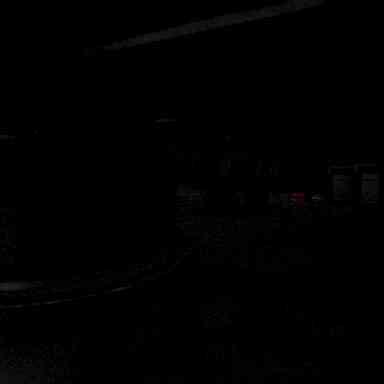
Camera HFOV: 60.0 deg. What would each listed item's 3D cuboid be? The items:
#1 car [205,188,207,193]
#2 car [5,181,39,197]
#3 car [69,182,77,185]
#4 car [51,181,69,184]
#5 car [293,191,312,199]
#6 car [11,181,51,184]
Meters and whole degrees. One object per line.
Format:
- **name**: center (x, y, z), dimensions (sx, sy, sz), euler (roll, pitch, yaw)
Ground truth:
- **car**: center (5.004, -0.342, 65.561), dimensions (5.027, 1.636, 2.152), euler (2, 2, 35)
- **car**: center (-21.674, -0.453, 42.420), dimensions (4.605, 1.855, 1.932), euler (2, 2, 35)
- **car**: center (-25.319, -1.275, 68.064), dimensions (4.605, 1.855, 1.932), euler (2, 2, 35)
- **car**: center (-26.660, -1.247, 65.454), dimensions (3.866, 1.878, 1.905), euler (2, 2, 35)
- **car**: center (18.866, 0.478, 56.540), dimensions (1.895, 1.301, 4.718), euler (2, 2, 36)
- **car**: center (-17.151, -0.169, 35.197), dimensions (3.866, 1.878, 1.905), euler (2, 2, 35)
